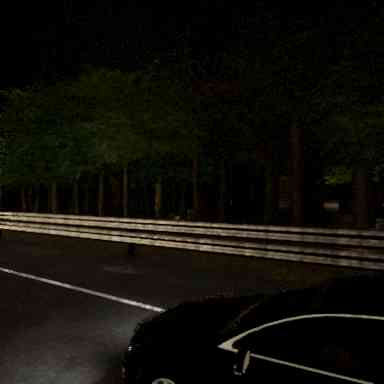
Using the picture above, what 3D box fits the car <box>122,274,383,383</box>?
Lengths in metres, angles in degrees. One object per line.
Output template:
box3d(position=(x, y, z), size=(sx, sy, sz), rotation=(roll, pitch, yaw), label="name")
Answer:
box3d(position=(1.510, 1.507, 2.792), size=(4.892, 1.490, 1.837), rotation=(-1, 0, 36), label="car")
